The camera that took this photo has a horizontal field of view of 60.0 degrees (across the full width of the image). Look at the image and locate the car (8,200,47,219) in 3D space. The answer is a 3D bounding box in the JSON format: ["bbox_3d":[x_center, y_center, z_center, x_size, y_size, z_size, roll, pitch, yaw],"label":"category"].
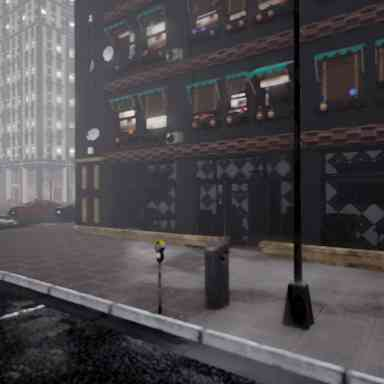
[{"bbox_3d":[-11.990,1.302,26.077,1.994,1.385,4.181,0,1,35],"label":"car"}]

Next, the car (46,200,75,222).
[{"bbox_3d":[-7.229,1.278,22.761,1.947,1.339,4.313,1,1,35],"label":"car"}]
